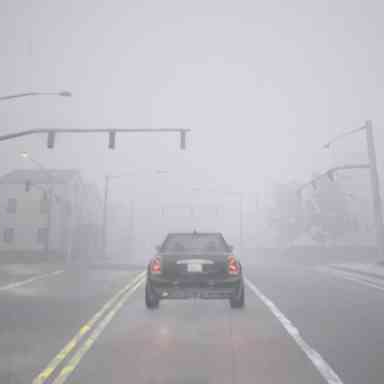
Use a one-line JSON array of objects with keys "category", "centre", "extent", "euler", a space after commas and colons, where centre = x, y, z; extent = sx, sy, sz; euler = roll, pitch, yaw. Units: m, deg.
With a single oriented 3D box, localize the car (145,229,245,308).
[{"category": "car", "centre": [0.071, 1.802, 8.875], "extent": [2.097, 1.767, 4.553], "euler": [0, -7, 0]}]
